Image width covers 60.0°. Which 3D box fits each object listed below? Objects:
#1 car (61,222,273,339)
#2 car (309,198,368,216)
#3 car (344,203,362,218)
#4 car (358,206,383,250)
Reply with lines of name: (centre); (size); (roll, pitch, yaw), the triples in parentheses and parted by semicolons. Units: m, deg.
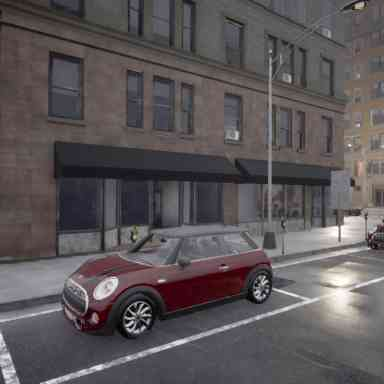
car: (-0.351, 1.441, 6.513); (4.097, 1.590, 1.967); (0, 0, -36)
car: (14.211, 1.400, 32.530); (1.882, 1.535, 5.008); (1, 0, -36)
car: (12.458, 1.379, 29.416); (1.882, 1.535, 5.008); (1, 0, -36)
car: (8.581, 1.445, 12.910); (4.097, 1.590, 1.967); (0, 0, -36)
